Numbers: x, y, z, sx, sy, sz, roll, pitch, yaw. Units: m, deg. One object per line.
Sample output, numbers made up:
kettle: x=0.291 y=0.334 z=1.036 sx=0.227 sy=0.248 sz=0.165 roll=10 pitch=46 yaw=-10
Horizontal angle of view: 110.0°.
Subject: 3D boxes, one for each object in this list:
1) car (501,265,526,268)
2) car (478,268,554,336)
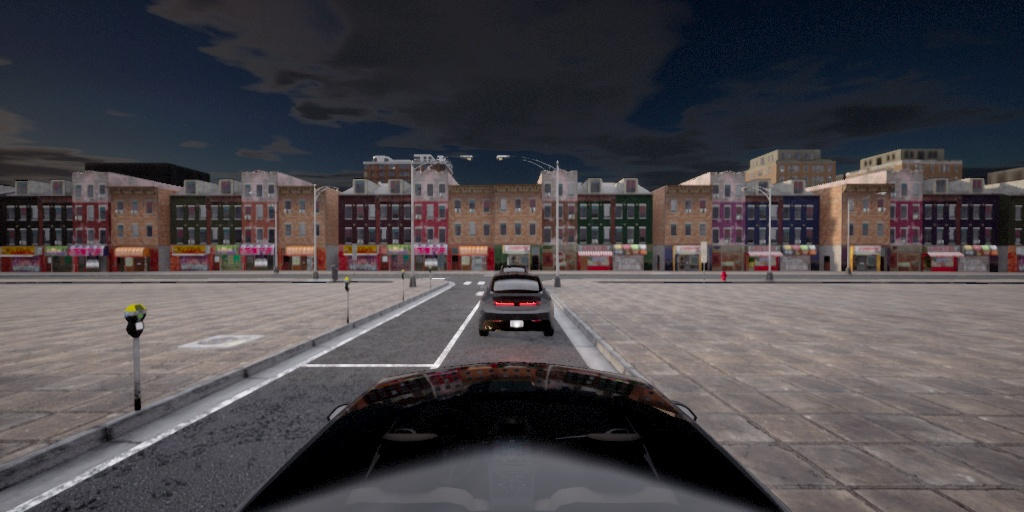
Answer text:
car: x=0.063 y=1.244 z=20.052 sx=1.837 sy=1.490 sz=4.892 roll=0 pitch=0 yaw=-1
car: x=0.102 y=1.249 z=10.331 sx=1.837 sy=1.490 sz=4.892 roll=0 pitch=0 yaw=0
